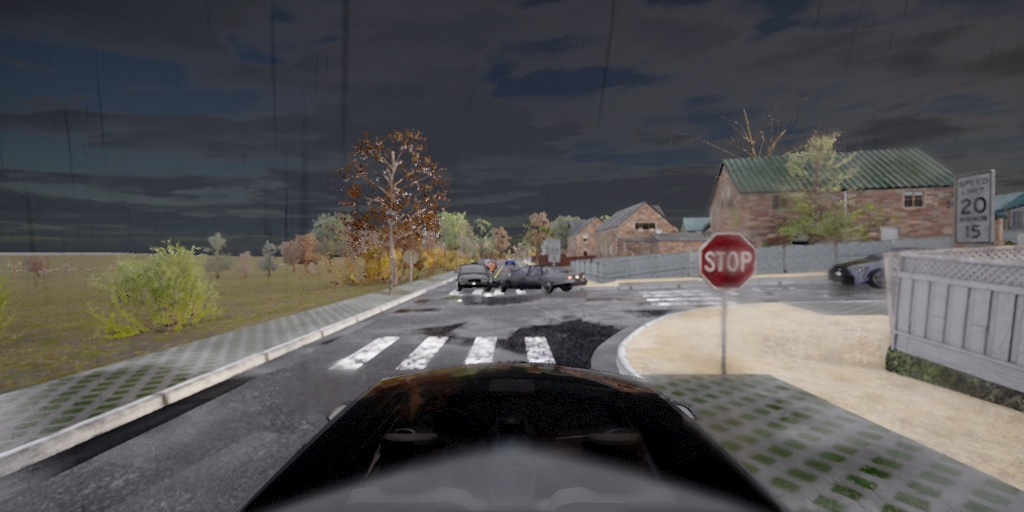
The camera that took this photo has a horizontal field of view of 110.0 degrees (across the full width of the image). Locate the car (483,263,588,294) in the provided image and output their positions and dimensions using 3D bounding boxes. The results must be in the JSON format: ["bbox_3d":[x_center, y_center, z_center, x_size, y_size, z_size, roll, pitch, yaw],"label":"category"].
[{"bbox_3d":[1.240,1.169,18.626,5.357,1.411,2.033,-4,-3,43],"label":"car"}]

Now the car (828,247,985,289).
[{"bbox_3d":[14.324,0.395,13.080,4.181,1.385,1.994,-3,0,16],"label":"car"}]

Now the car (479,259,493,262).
[{"bbox_3d":[-3.024,1.258,31.327,2.033,1.411,5.357,0,0,0],"label":"car"}]

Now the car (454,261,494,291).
[{"bbox_3d":[-2.365,1.224,21.516,1.837,1.490,4.892,0,0,-8],"label":"car"}]

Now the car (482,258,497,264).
[{"bbox_3d":[-3.079,1.053,41.330,2.097,1.767,4.553,0,0,0],"label":"car"}]
